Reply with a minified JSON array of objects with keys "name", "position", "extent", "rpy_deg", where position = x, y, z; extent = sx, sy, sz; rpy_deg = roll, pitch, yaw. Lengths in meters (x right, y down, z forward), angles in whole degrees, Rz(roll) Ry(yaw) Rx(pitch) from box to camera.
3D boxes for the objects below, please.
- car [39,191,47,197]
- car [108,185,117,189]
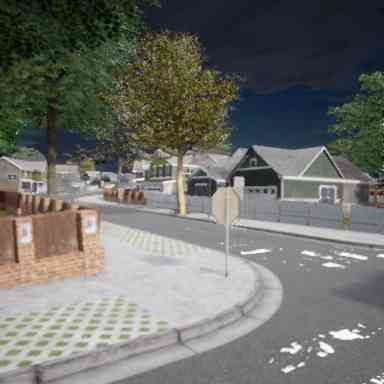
[{"name":"car","position":[-19.920,0.576,45.769],"extent":[2.128,1.511,4.902],"rpy_deg":[1,1,-31]},{"name":"car","position":[-21.796,-0.527,90.356],"extent":[1.882,1.535,5.008],"rpy_deg":[1,2,-1]}]
